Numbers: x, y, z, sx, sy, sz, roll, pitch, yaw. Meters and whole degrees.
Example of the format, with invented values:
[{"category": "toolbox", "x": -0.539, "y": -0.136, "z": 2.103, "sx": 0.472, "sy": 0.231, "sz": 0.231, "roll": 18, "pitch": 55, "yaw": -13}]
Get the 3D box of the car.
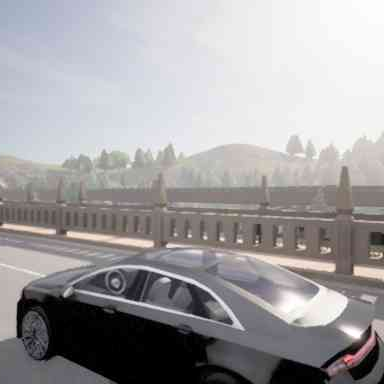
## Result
[{"category": "car", "x": -0.340, "y": 1.484, "z": 4.236, "sx": 4.902, "sy": 1.511, "sz": 2.128, "roll": 0, "pitch": 0, "yaw": 35}]
